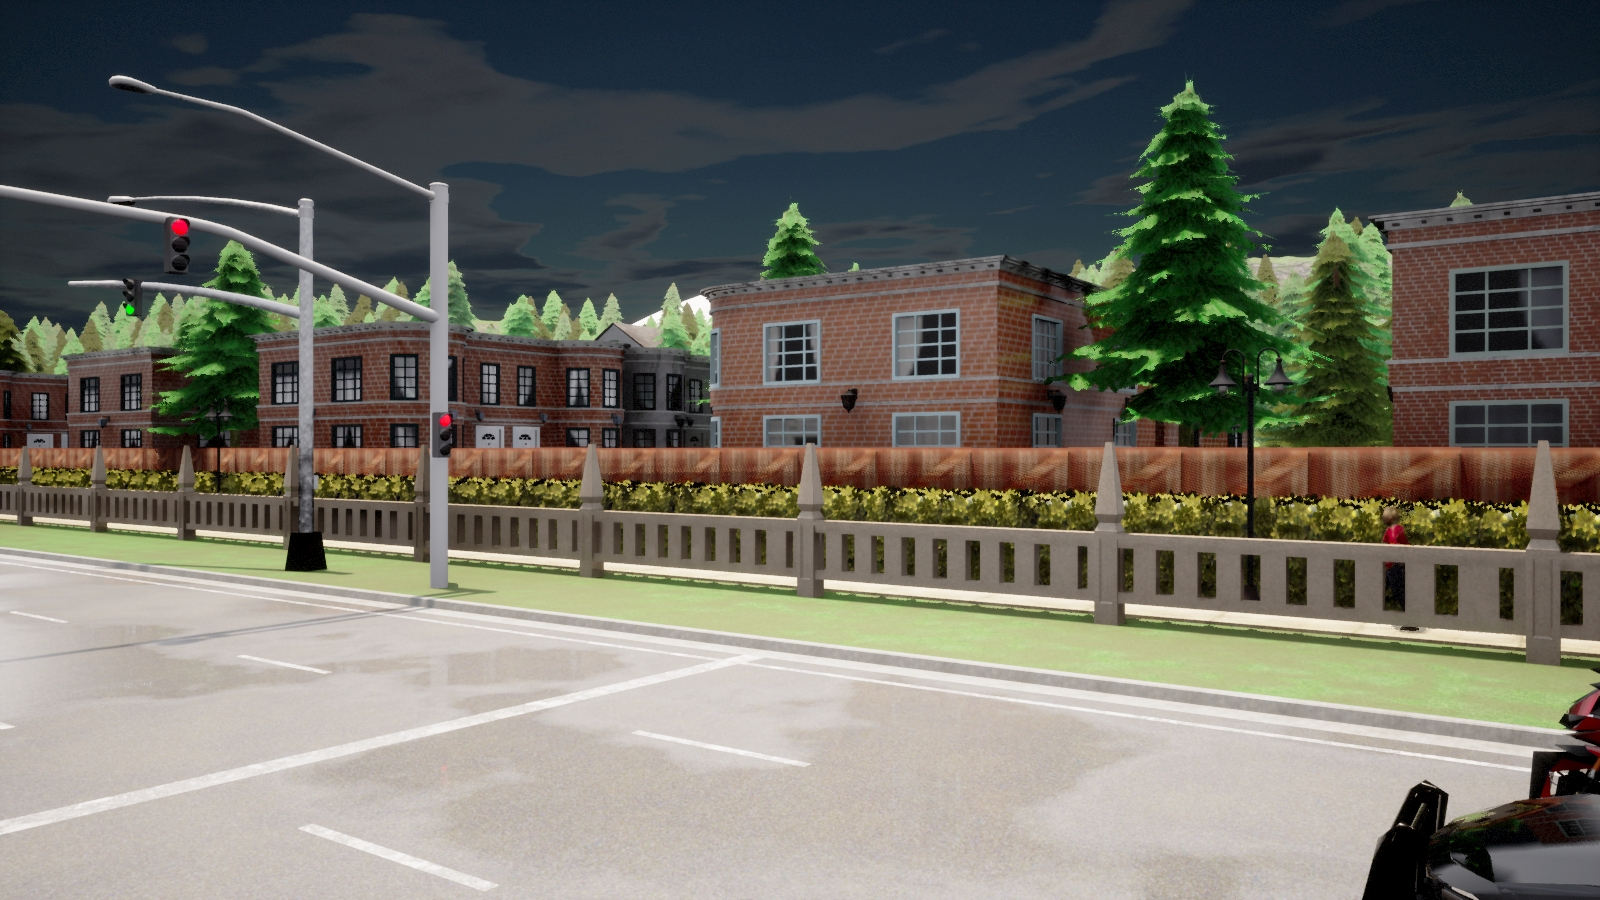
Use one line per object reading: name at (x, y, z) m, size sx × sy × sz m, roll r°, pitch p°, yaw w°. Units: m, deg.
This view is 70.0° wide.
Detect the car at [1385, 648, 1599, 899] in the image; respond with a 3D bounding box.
car at (5.302, 1.983, 4.345) m, size 5.238 × 1.638 × 2.097 m, roll 0°, pitch 0°, yaw 35°

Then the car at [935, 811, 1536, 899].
car at (2.178, 2.065, 2.259) m, size 4.193 × 1.474 × 1.816 m, roll 0°, pitch 0°, yaw 35°

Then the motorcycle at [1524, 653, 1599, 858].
motorcycle at (6.334, 2.205, 7.895) m, size 2.209 × 1.251 × 0.867 m, roll 0°, pitch 0°, yaw 35°

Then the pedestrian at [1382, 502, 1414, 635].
pedestrian at (8.651, 1.700, 16.523) m, size 0.375 × 1.860 × 0.375 m, roll 0°, pitch 0°, yaw 35°
